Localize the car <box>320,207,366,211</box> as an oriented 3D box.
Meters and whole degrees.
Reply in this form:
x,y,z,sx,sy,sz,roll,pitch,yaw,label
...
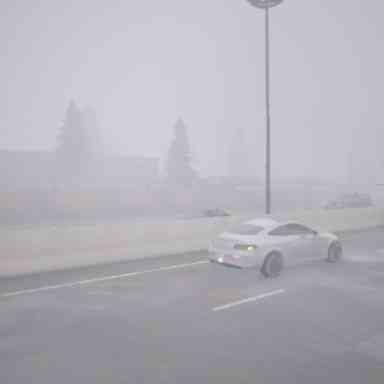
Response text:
x,y,z,sx,sy,sz,roll,pitch,yaw,label
15.408,1.104,32.548,5.566,2.045,2.150,0,0,-36,car

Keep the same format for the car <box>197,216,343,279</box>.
x,y,z,sx,sy,sz,roll,pitch,yaw,label
2.613,1.506,10.016,4.674,1.442,1.812,0,0,-36,car

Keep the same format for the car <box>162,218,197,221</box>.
x,y,z,sx,sy,sz,roll,pitch,yaw,label
0.512,1.594,17.383,4.718,1.301,1.895,0,0,-36,car
